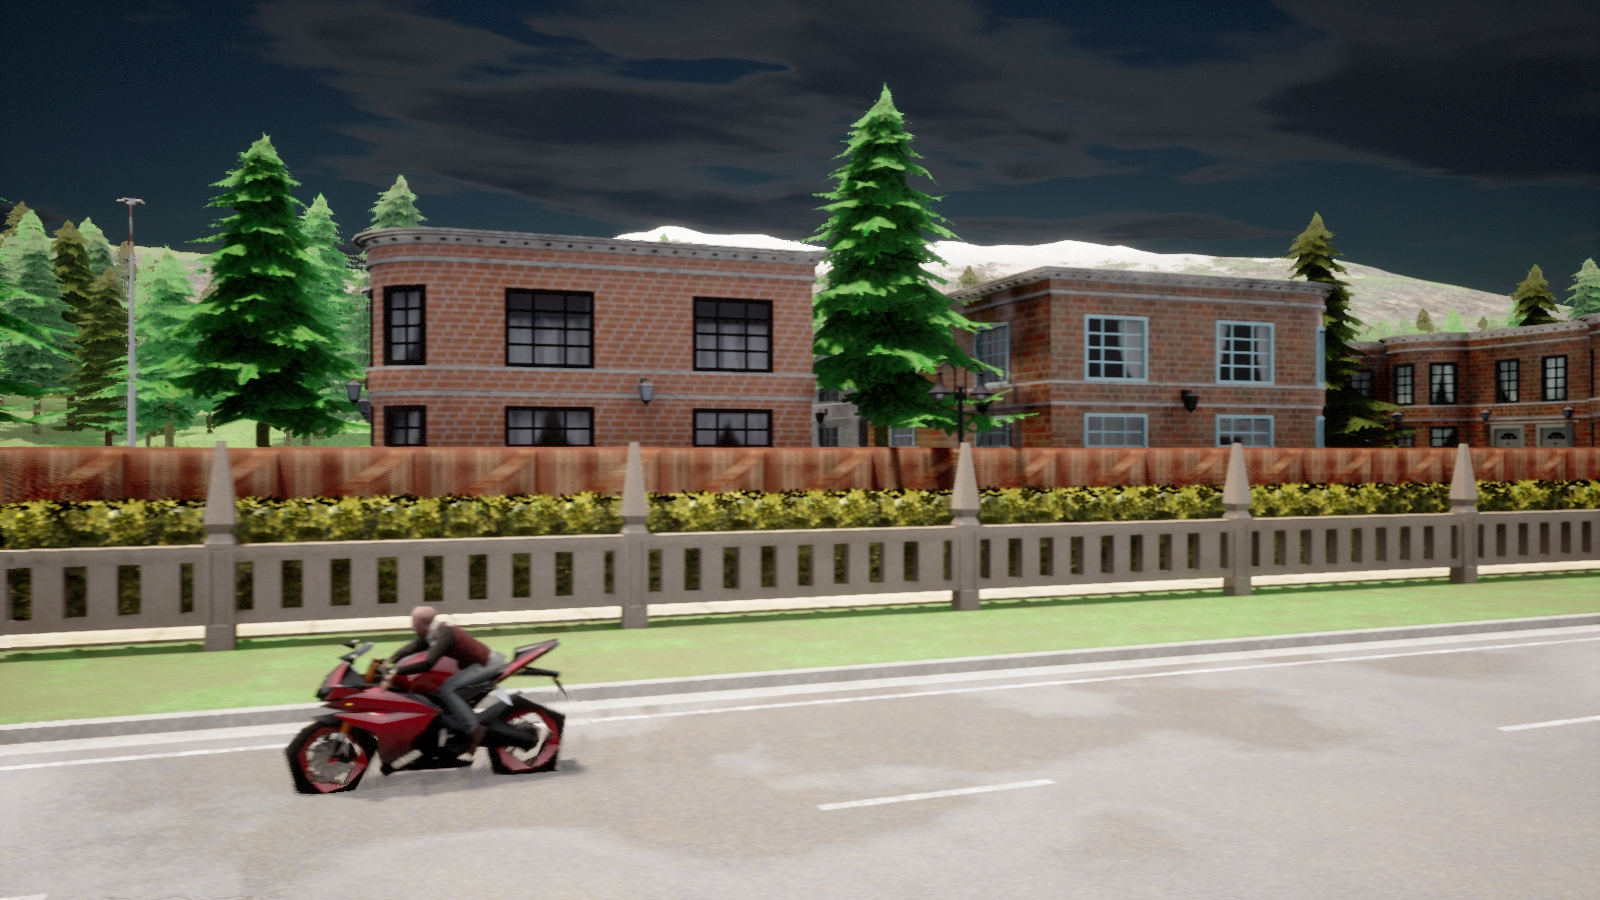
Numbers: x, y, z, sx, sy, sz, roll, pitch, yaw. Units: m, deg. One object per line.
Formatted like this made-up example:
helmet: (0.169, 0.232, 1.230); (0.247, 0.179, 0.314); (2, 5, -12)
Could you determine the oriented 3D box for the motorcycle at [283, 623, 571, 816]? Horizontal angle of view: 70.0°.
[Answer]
motorcycle: (-3.105, 2.204, 9.618); (2.209, 1.251, 0.867); (0, 0, -20)
